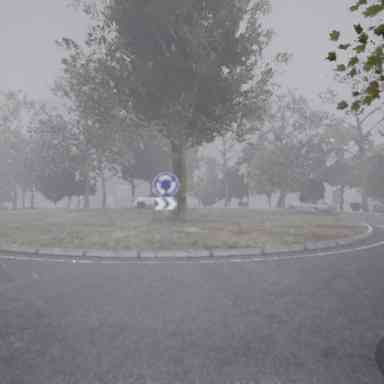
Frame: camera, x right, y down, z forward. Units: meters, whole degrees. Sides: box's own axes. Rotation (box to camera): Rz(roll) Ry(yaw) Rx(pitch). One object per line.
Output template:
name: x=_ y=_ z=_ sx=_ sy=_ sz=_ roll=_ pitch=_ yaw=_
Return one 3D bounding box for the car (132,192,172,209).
car: x=-4.280 y=0.998 z=39.692 sx=5.566 sy=2.045 sz=2.150 roll=0 pitch=0 yaw=-6

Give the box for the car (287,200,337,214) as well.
car: x=11.768 y=1.412 z=33.106 sx=1.895 sy=1.301 sz=4.718 roll=0 pitch=0 yaw=-33
